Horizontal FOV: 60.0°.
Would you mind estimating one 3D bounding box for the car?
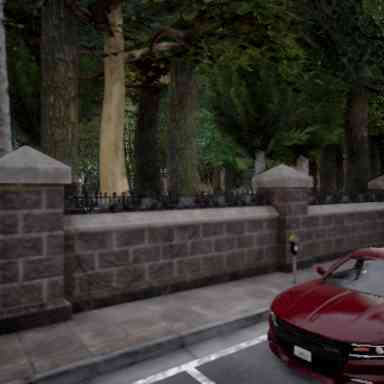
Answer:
[{"bbox_3d":[3.057,1.548,4.999,4.507,1.381,1.887,0,-1,-36],"label":"car"}]
